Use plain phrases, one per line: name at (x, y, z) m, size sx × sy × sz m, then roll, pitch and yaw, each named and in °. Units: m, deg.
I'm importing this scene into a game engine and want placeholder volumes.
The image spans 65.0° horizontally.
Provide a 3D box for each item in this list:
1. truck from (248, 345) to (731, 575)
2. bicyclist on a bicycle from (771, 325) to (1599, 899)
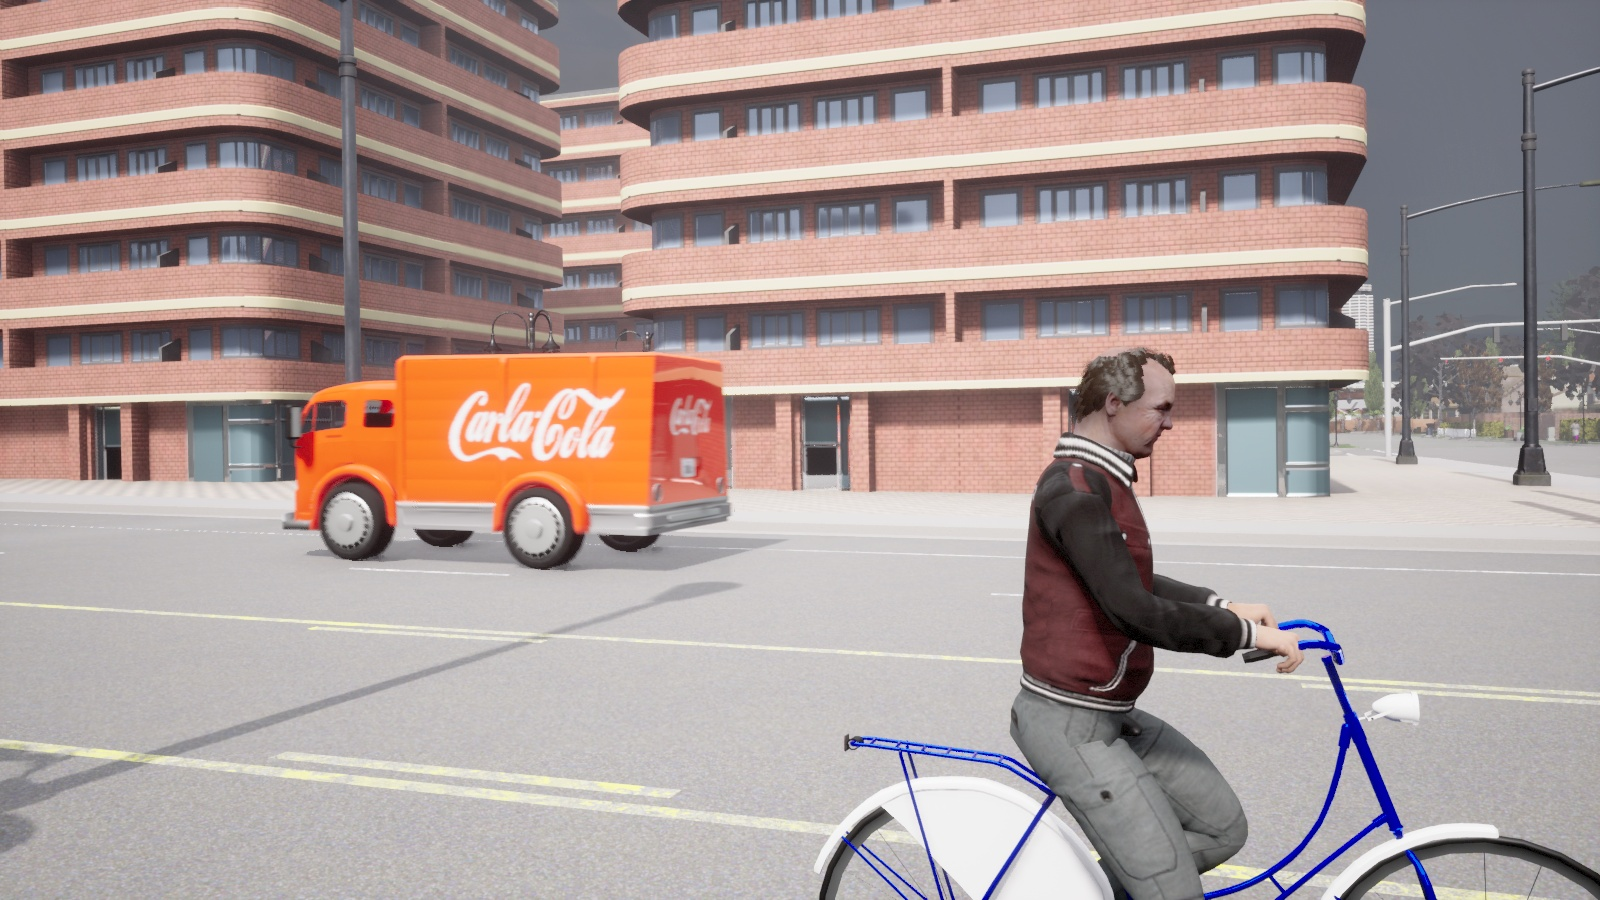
truck at (-3.776, 0.063, 15.573) m, size 5.204 × 2.467 × 2.627 m, roll 1°, pitch 1°, yaw 19°
bicyclist on a bicycle at (0.914, 0.654, 2.814) m, size 1.843 × 1.776 × 0.659 m, roll 0°, pitch 1°, yaw 18°
